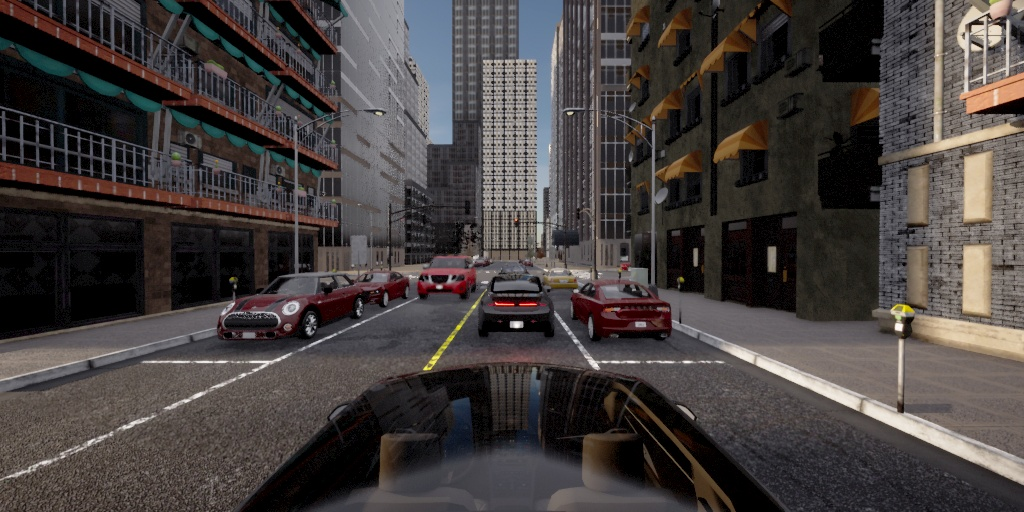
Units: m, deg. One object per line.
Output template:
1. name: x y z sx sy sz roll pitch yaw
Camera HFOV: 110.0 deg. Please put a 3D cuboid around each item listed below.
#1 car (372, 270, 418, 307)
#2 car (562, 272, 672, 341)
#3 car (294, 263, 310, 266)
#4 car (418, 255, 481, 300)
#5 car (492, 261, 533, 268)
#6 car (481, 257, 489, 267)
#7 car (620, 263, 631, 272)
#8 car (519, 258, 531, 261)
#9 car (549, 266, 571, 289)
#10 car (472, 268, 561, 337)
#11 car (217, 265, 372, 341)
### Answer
1. car: -5.680 1.293 15.265 1.888 1.381 4.507 0 0 0
2. car: 2.697 1.294 9.720 1.888 1.381 4.507 0 0 0
3. car: -23.801 1.494 39.612 4.097 1.591 1.967 0 0 0
4. car: -3.031 0.971 17.867 2.150 2.045 5.566 0 0 1
5. car: 0.115 1.239 20.405 2.128 1.511 4.902 0 0 0
6. car: -5.635 1.291 64.302 1.888 1.381 4.507 0 0 0
7. car: 14.297 1.005 39.899 4.507 1.381 1.888 0 0 0
8. car: 2.745 1.185 64.293 1.967 1.591 4.097 0 0 0
9. car: 2.706 1.272 20.937 1.751 1.417 4.829 0 0 0
10. car: 0.107 1.253 10.272 1.837 1.490 4.892 0 0 0
11. car: -5.685 1.188 9.742 1.967 1.591 4.097 0 0 0
